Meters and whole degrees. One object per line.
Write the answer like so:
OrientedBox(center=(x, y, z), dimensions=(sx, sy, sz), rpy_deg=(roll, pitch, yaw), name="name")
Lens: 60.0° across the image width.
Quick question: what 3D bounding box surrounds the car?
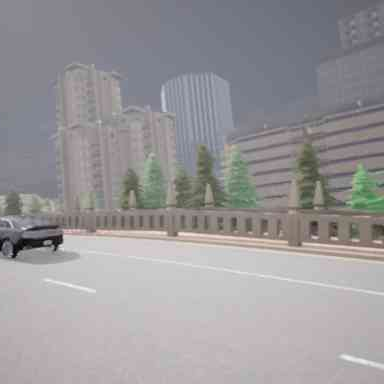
OrientedBox(center=(-7.178, 1.713, 13.409), dimensions=(4.902, 1.511, 2.128), rpy_deg=(-3, -2, 35), name="car")
